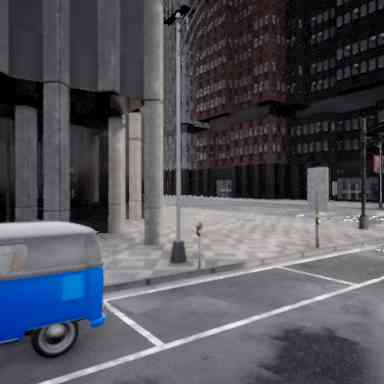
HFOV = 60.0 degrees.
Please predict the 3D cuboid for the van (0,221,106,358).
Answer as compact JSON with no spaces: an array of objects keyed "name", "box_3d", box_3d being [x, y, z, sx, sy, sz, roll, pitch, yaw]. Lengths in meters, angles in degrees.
[{"name":"van","box_3d":[-3.181,1.341,4.382,3.998,1.788,1.690,0,0,-36]}]
